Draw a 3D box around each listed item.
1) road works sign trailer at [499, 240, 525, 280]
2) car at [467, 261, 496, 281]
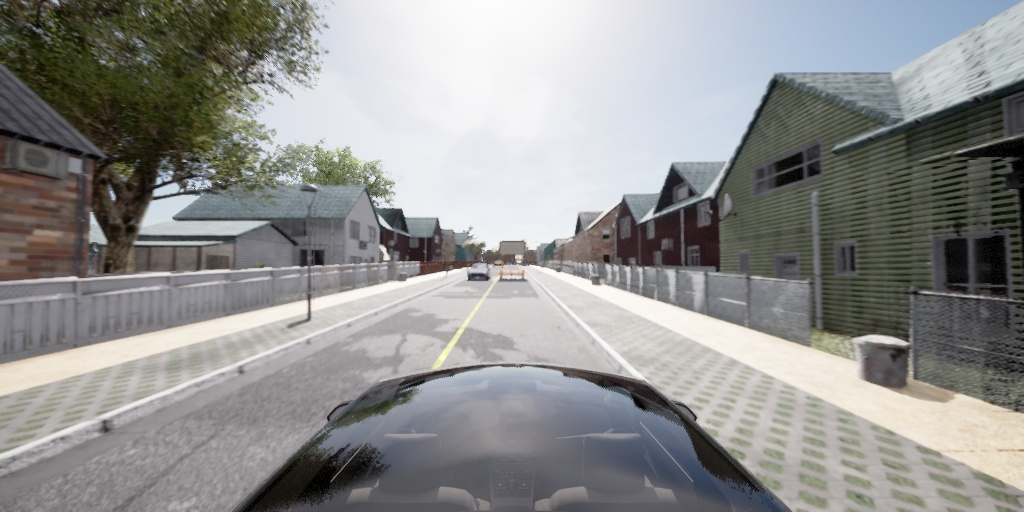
[{"bbox_3d":[0.003,0.306,33.018,2.380,3.560,2.880,0,0,1],"label":"road works sign trailer"},{"bbox_3d":[-2.839,1.384,32.040,2.033,1.411,5.357,0,0,0],"label":"car"}]
